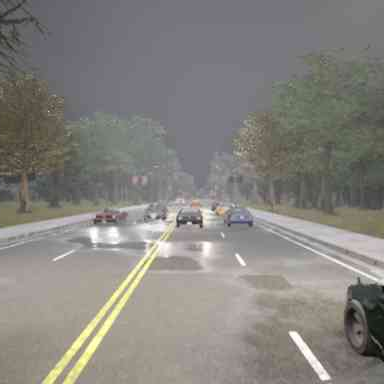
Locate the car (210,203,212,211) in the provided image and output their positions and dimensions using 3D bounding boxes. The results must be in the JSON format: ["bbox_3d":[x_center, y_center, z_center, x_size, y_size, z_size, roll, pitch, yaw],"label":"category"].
[{"bbox_3d":[3.691,2.006,47.205,1.837,1.490,4.892,0,-1,1],"label":"car"}]

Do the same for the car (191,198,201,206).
[{"bbox_3d":[0.936,2.194,76.786,2.097,1.767,4.553,0,-1,1],"label":"car"}]

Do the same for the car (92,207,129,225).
[{"bbox_3d":[-6.404,1.875,26.506,1.895,1.301,4.718,0,-1,1],"label":"car"}]

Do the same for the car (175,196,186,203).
[{"bbox_3d":[-2.427,1.781,70.889,2.150,2.045,5.566,0,-1,1],"label":"car"}]

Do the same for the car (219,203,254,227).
[{"bbox_3d":[3.431,1.811,25.227,2.033,1.411,5.357,0,-1,1],"label":"car"}]

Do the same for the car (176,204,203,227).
[{"bbox_3d":[-0.089,1.861,25.040,1.895,1.301,4.718,0,-1,2],"label":"car"}]

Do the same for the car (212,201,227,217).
[{"bbox_3d":[3.552,1.839,36.406,1.801,1.575,5.366,0,-1,1],"label":"car"}]

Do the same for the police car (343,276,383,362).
[{"bbox_3d":[3.263,1.540,3.250,2.038,1.542,4.974,0,-1,0],"label":"police car"}]

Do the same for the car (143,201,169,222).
[{"bbox_3d":[-3.121,1.800,29.648,2.128,1.511,4.902,0,-1,1],"label":"car"}]

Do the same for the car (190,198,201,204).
[{"bbox_3d":[0.779,2.049,64.644,2.097,1.767,4.553,0,-1,1],"label":"car"}]
